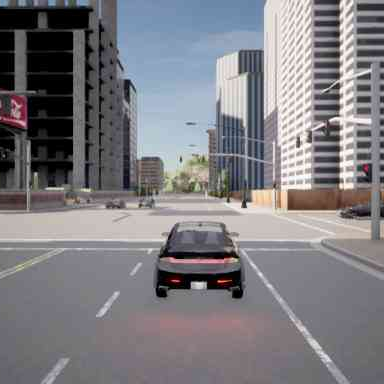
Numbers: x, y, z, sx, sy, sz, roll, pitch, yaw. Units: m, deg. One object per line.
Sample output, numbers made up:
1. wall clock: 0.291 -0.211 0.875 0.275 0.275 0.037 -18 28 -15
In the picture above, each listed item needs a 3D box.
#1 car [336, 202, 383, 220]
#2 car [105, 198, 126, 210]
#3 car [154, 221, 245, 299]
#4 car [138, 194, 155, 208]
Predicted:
1. car: 14.341 1.524 27.354 4.674 1.442 1.812 0 0 1
2. car: -9.982 1.524 43.713 1.812 1.442 4.674 0 0 1
3. car: 0.205 1.491 8.485 2.128 1.511 4.902 0 0 2
4. car: -6.420 1.489 47.534 2.128 1.511 4.902 0 0 1
